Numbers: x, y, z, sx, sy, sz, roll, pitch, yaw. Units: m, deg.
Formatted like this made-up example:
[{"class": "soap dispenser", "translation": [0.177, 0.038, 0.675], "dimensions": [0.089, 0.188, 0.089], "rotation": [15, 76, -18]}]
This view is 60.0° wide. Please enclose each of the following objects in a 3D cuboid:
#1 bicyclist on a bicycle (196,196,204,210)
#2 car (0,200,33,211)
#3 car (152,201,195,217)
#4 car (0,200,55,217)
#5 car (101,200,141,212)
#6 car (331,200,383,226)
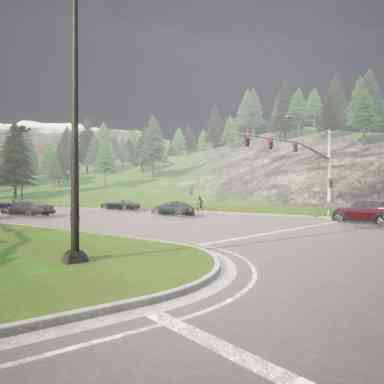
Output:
[{"class": "bicyclist on a bicycle", "translation": [0.929, 1.302, 38.432], "dimensions": [0.582, 1.620, 1.656], "rotation": [0, 0, 34]}, {"class": "car", "translation": [-22.069, 1.601, 40.537], "dimensions": [4.718, 1.301, 1.895], "rotation": [0, 0, 12]}, {"class": "car", "translation": [-1.755, 1.564, 30.999], "dimensions": [4.181, 1.385, 1.994], "rotation": [0, 0, 36]}, {"class": "car", "translation": [-15.205, 1.547, 30.862], "dimensions": [5.357, 1.411, 2.033], "rotation": [0, 0, 25]}, {"class": "car", "translation": [-8.506, 1.601, 39.424], "dimensions": [4.718, 1.301, 1.895], "rotation": [0, 0, 28]}, {"class": "car", "translation": [12.337, 1.352, 23.669], "dimensions": [2.097, 1.767, 4.553], "rotation": [0, 0, -35]}]
